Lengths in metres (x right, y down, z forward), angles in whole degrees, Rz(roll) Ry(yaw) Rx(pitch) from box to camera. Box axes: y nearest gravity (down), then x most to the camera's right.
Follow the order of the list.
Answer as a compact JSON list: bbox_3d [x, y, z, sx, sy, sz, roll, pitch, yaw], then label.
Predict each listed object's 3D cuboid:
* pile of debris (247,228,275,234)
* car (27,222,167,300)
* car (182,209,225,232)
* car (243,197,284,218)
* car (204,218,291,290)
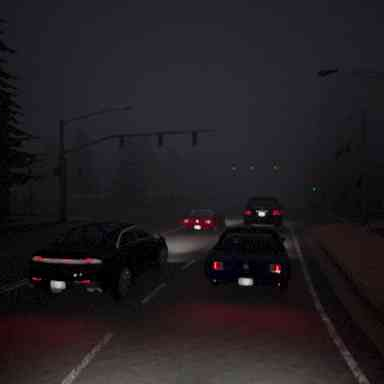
[{"bbox_3d":[4.016,2.258,19.302,1.500,0.140,1.860,0,0,15],"label":"pile of debris"},{"bbox_3d":[-2.030,1.523,8.595,2.128,1.511,4.902,0,0,11],"label":"car"},{"bbox_3d":[0.872,1.683,20.665,1.895,1.301,4.718,0,0,15],"label":"car"},{"bbox_3d":[4.424,1.307,20.426,2.150,2.045,5.566,0,0,15],"label":"car"},{"bbox_3d":[1.643,1.640,9.289,1.895,1.301,4.718,0,0,13],"label":"car"}]
